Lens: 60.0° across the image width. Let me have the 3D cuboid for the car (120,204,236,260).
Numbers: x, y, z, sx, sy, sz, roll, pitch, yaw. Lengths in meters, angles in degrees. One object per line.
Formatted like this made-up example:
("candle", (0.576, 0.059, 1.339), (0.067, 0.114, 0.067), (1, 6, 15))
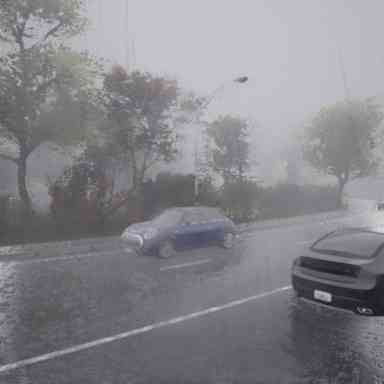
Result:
("car", (-0.448, 1.386, 12.749), (4.553, 1.767, 2.097), (0, 0, -40))

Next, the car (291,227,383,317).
("car", (4.103, 1.517, 7.186), (4.892, 1.490, 1.837), (0, 0, -39))

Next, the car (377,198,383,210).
("car", (25.773, 1.564, 44.129), (1.812, 1.442, 4.674), (0, 0, 30))
